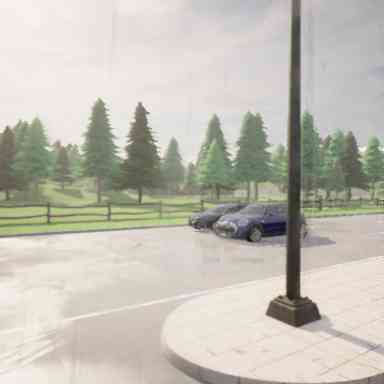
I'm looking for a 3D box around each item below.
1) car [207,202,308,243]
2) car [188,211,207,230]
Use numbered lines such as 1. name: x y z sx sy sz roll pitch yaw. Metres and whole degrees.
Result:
1. car: 3.290 1.276 15.623 4.553 1.767 2.097 0 1 -33
2. car: 2.086 1.404 19.013 4.892 1.490 1.837 1 0 -33
